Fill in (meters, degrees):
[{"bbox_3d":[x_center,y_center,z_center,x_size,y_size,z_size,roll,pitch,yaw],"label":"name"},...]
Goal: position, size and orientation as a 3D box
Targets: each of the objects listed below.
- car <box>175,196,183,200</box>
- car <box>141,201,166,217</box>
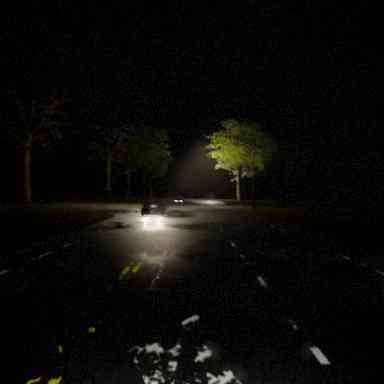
[{"bbox_3d":[-3.602,1.658,92.359,1.895,1.301,4.718,0,0,0],"label":"car"},{"bbox_3d":[-3.515,1.500,30.947,1.994,1.385,4.181,0,1,0],"label":"car"}]
